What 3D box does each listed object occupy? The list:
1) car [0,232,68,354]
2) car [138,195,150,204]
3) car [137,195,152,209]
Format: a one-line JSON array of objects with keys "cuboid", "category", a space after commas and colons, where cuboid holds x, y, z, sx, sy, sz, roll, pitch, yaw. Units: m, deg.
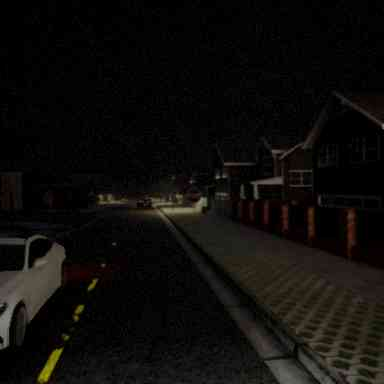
[{"cuboid": [-3.567, 1.543, 6.124, 1.812, 1.442, 4.674, -1, 0, -9], "category": "car"}, {"cuboid": [-8.699, 1.344, 60.226, 2.128, 1.511, 4.902, -1, 0, -8], "category": "car"}, {"cuboid": [-6.147, 1.365, 43.141, 2.128, 1.511, 4.902, -1, 0, -9], "category": "car"}]
